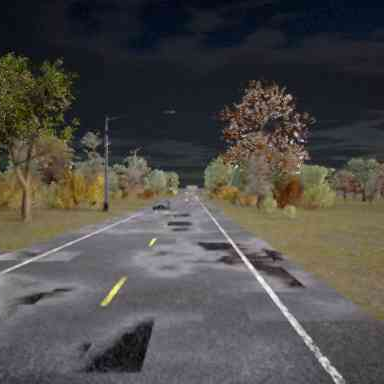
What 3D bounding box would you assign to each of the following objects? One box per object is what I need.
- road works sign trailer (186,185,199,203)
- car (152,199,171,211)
[{"bbox_3d":[0.004,0.365,68.071,2.380,3.560,2.880,0,0,0],"label":"road works sign trailer"},{"bbox_3d":[-3.584,1.501,40.101,1.994,1.385,4.181,0,0,0],"label":"car"}]
